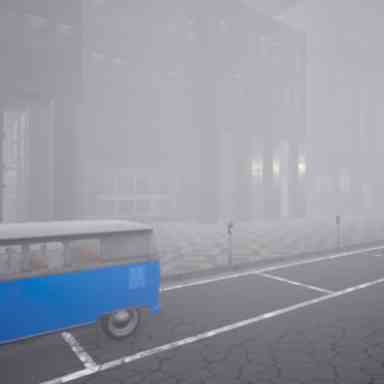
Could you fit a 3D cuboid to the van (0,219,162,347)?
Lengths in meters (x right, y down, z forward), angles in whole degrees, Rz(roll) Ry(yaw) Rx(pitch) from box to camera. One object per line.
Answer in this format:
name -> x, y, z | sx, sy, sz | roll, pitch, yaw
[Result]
van -> -2.397, 1.343, 4.937 | 3.998, 1.788, 1.690 | 0, 0, -36
